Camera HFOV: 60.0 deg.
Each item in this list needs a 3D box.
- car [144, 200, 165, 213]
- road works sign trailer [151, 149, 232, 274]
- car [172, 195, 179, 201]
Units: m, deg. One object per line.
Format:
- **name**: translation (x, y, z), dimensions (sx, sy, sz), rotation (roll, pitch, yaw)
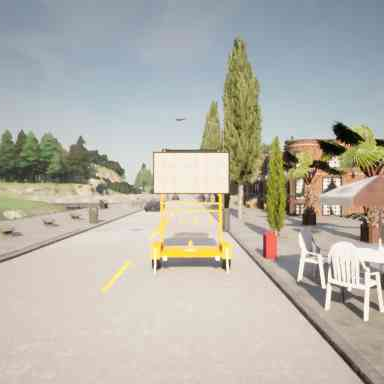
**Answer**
- **car**: translation (-4.181, 1.564, 37.653), dimensions (1.994, 1.385, 4.181), rotation (0, 0, 0)
- **road works sign trailer**: translation (-0.022, 0.464, 10.529), dimensions (2.380, 3.560, 2.880), rotation (0, 0, 0)
- **car**: translation (-4.182, 1.547, 85.591), dimensions (2.033, 1.411, 5.357), rotation (0, 0, 0)
